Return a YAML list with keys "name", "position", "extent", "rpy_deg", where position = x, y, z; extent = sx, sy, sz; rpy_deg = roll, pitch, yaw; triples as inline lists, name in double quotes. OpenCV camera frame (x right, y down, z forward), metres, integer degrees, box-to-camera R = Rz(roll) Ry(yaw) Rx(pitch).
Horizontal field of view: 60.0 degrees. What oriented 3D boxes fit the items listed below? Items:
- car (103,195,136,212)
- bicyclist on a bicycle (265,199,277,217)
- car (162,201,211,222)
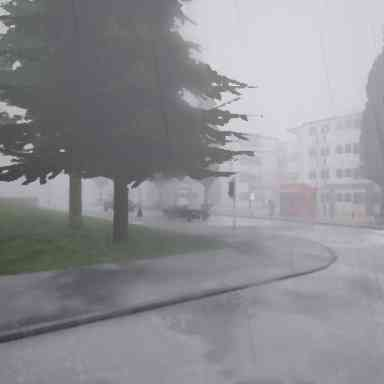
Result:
- name: "car"
  position: [-8.711, 1.339, 39.514]
  extent: [2.150, 2.045, 5.566]
  rpy_deg: [1, -1, -35]
- name: "bicyclist on a bicycle"
  position: [7.418, 1.526, 31.339]
  extent: [1.656, 1.620, 0.582]
  rpy_deg: [0, 0, -36]
- name: "car"
  position: [-0.501, 1.717, 27.977]
  extent: [1.895, 1.301, 4.718]
  rpy_deg: [1, 0, -36]
